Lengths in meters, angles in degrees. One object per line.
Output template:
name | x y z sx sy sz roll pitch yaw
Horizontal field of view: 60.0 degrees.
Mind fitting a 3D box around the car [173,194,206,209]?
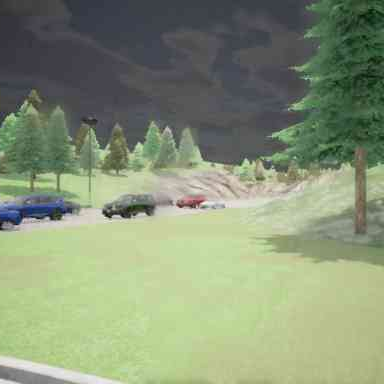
car | 0.147 1.223 45.335 2.150 2.045 5.566 0 0 31

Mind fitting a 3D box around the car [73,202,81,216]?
car | -12.572 1.504 30.804 1.837 1.490 4.892 0 0 31

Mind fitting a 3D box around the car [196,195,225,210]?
car | 2.739 1.525 42.850 1.812 1.442 4.674 0 0 31

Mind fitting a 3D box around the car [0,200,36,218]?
car | -16.932 1.526 30.275 1.812 1.442 4.674 0 0 30

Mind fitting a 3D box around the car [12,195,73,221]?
car | -12.077 1.221 24.779 2.150 2.045 5.566 0 0 31

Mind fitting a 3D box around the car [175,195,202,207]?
car | -0.438 1.350 51.140 2.097 1.767 4.553 0 0 31

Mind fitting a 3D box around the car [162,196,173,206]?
car | -4.751 1.351 50.769 2.097 1.767 4.553 0 0 31

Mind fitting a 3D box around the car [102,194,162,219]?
car | -5.364 1.219 29.255 2.150 2.045 5.566 0 0 30

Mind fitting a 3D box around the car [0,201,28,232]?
car | -11.983 1.478 18.075 1.882 1.535 5.008 0 0 31
